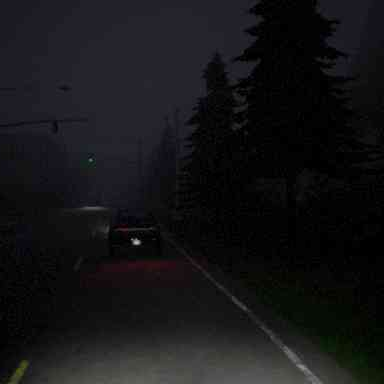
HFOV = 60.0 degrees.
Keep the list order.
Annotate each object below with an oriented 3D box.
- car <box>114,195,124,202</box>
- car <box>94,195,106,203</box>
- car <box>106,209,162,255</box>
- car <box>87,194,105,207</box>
[{"bbox_3d":[-14.981,1.272,68.030,1.994,1.385,4.181,0,0,-13],"label":"car"},{"bbox_3d":[-17.611,1.262,63.796,1.837,1.490,4.892,0,0,-13],"label":"car"},{"bbox_3d":[-2.335,1.434,13.270,2.128,1.511,4.902,0,0,-12],"label":"car"},{"bbox_3d":[-14.208,1.315,48.692,2.128,1.511,4.902,0,0,-13],"label":"car"}]
